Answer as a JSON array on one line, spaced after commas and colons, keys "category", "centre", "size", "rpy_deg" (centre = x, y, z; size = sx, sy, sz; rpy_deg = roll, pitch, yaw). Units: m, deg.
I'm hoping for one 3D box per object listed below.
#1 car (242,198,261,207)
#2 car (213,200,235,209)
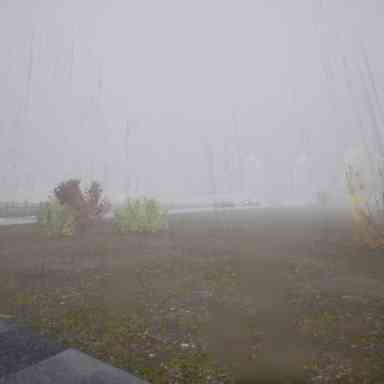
[{"category": "car", "centre": [11.312, 1.989, 63.291], "size": [2.097, 1.767, 4.553], "rpy_deg": [-1, -1, 36]}, {"category": "car", "centre": [5.330, 2.014, 54.870], "size": [2.128, 1.511, 4.902], "rpy_deg": [-1, -1, 36]}]
